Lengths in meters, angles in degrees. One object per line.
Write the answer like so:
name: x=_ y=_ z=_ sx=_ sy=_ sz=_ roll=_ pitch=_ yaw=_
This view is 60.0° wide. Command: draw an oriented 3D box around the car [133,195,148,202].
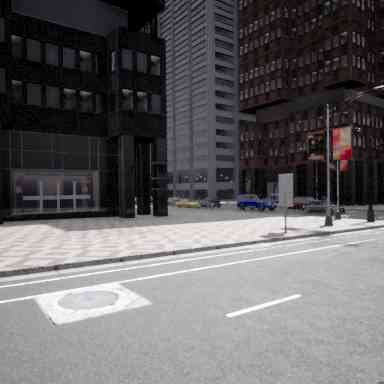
car: x=-12.660 y=1.620 z=80.893 sx=1.967 sy=1.590 sz=4.097 roll=-1 pitch=1 yaw=-36

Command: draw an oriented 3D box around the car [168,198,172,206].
car: x=-3.309 y=1.731 z=57.800 sx=1.994 sy=1.385 sz=4.181 roll=-1 pitch=0 yaw=-35

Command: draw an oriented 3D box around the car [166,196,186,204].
car: x=-3.299 y=1.638 z=67.788 sx=1.752 sy=1.417 sz=4.829 roll=-1 pitch=1 yaw=-36

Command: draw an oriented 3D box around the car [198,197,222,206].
car: x=3.107 y=1.614 z=58.821 sx=1.887 sy=1.381 sz=4.507 roll=-1 pitch=1 yaw=-36

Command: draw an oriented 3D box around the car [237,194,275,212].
car: x=8.038 y=1.318 z=41.829 sx=2.150 sy=2.045 sz=5.566 roll=-1 pitch=0 yaw=-36

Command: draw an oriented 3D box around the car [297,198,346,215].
car: x=13.495 y=1.627 z=34.203 sx=1.994 sy=1.385 sz=4.181 roll=-1 pitch=0 yaw=-36

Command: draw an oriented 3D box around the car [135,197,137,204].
car: x=-10.141 y=1.821 z=62.703 sx=1.802 sy=1.307 sz=4.206 roll=-1 pitch=1 yaw=-36

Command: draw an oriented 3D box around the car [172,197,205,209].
car: x=-0.581 y=1.701 z=49.318 sx=1.752 sy=1.417 sz=4.829 roll=-1 pitch=1 yaw=-36

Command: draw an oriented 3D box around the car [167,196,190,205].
car: x=-2.564 y=1.639 z=62.183 sx=1.837 sy=1.490 sz=4.892 roll=-1 pitch=1 yaw=-36

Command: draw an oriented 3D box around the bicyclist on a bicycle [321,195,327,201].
bicyclist on a bicycle: x=17.380 y=1.254 z=43.770 sx=1.656 sy=1.620 sz=0.582 roll=-1 pitch=1 yaw=-36

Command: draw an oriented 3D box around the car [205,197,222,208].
car: x=2.484 y=1.694 z=49.625 sx=1.994 sy=1.385 sz=4.181 roll=-1 pitch=0 yaw=-35

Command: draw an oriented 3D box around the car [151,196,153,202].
car: x=-9.507 y=1.597 z=76.478 sx=1.967 sy=1.590 sz=4.097 roll=-1 pitch=1 yaw=-36

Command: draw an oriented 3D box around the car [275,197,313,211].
car: x=12.895 y=1.387 z=40.494 sx=2.097 sy=1.767 sz=4.553 roll=-1 pitch=0 yaw=-35
